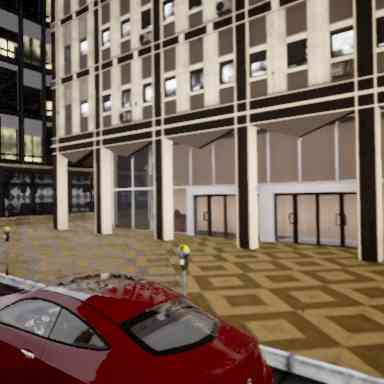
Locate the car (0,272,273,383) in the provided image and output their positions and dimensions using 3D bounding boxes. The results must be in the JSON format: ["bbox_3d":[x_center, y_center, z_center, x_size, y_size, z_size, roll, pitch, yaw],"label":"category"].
[{"bbox_3d":[-1.214,1.606,3.751,4.206,1.307,1.802,-1,-1,35],"label":"car"}]
